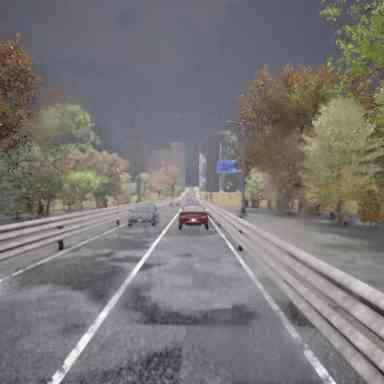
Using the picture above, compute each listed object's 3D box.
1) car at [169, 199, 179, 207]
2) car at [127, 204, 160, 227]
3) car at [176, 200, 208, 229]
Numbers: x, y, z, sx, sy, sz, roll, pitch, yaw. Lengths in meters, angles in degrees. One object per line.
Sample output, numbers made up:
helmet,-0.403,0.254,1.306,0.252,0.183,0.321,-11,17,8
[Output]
car,-3.275,2.152,64.233,1.812,1.442,4.674,0,-1,0
car,-3.347,1.611,23.732,1.837,1.490,4.892,0,-1,0
car,0.098,1.574,22.665,1.882,1.535,5.008,0,-1,0
